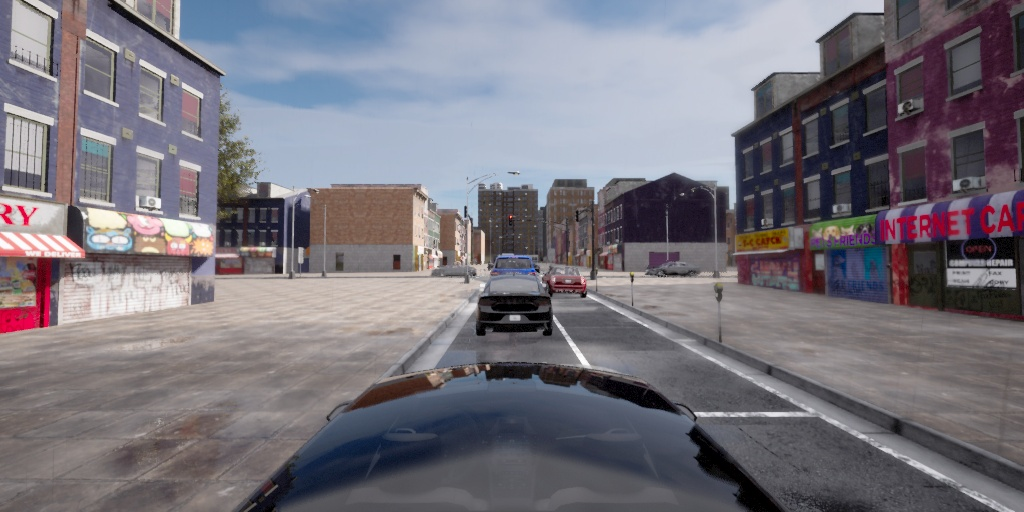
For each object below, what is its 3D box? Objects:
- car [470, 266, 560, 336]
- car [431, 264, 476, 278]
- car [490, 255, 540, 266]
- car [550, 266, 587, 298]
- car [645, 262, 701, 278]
[{"bbox_3d":[0.036,1.235,10.498,1.882,1.535,5.008,0,0,-1],"label":"car"},{"bbox_3d":[-5.441,1.403,33.701,4.181,1.385,1.994,0,-2,0],"label":"car"},{"bbox_3d":[0.069,0.991,18.068,2.150,2.045,5.566,0,0,0],"label":"car"},{"bbox_3d":[2.616,1.210,18.755,1.967,1.591,4.097,0,0,0],"label":"car"},{"bbox_3d":[15.032,1.312,33.598,4.902,1.511,2.128,0,-2,0],"label":"car"}]
